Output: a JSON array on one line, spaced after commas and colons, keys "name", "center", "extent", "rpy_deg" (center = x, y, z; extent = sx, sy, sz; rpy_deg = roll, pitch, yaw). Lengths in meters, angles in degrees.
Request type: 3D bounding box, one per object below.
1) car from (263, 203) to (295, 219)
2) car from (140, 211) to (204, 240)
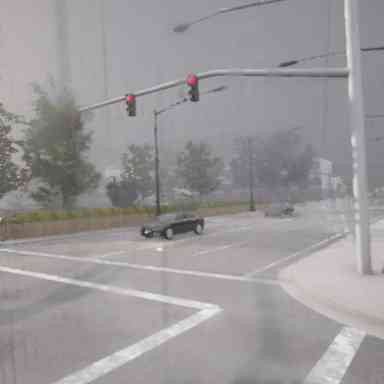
[{"name": "car", "center": [9.001, 1.896, 34.150], "extent": [1.837, 1.490, 4.892], "rpy_deg": [-3, -1, 37]}, {"name": "car", "center": [-1.131, 1.999, 20.656], "extent": [1.837, 1.490, 4.892], "rpy_deg": [-3, -1, 37]}]
